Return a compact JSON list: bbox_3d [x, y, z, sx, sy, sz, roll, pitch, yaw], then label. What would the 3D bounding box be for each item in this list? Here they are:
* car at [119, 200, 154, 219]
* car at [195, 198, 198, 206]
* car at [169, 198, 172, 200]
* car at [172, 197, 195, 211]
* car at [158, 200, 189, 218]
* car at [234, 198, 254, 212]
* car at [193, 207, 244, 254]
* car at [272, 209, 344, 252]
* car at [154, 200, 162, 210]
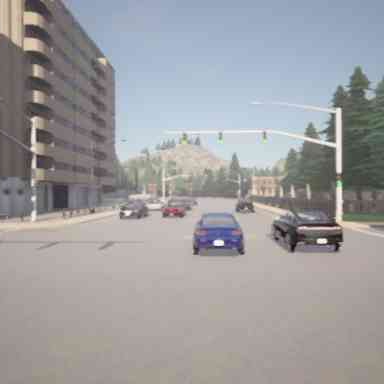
[{"bbox_3d":[-5.189,1.584,30.112,2.128,1.511,4.902,0,0,3],"label":"car"},{"bbox_3d":[-0.020,1.619,57.245,1.812,1.442,4.674,0,0,4],"label":"car"},{"bbox_3d":[-3.248,1.690,61.399,1.994,1.385,4.181,0,0,4],"label":"car"},{"bbox_3d":[-1.015,1.581,41.230,1.837,1.490,4.892,0,0,4],"label":"car"},{"bbox_3d":[-1.627,1.666,31.033,1.895,1.301,4.718,0,0,4],"label":"car"},{"bbox_3d":[6.014,1.520,38.393,1.837,1.490,4.892,0,0,3],"label":"car"},{"bbox_3d":[1.016,1.516,13.235,1.812,1.442,4.674,0,0,3],"label":"car"},{"bbox_3d":[4.549,1.457,13.689,2.128,1.511,4.902,0,0,3],"label":"car"},{"bbox_3d":[-4.493,1.706,41.652,1.895,1.301,4.718,0,0,3],"label":"car"}]
